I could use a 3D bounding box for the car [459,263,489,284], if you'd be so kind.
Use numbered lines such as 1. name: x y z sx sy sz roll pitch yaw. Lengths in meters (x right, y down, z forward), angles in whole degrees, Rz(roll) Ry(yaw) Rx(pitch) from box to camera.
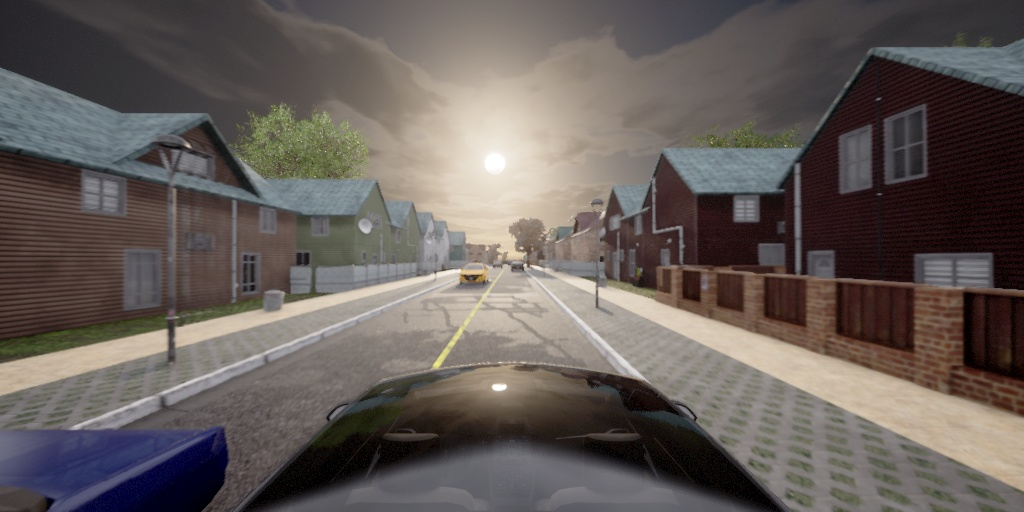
1. car: -2.844 1.288 27.458 1.882 1.535 5.008 0 0 0

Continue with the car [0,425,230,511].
1. car: -2.829 1.351 0.145 1.895 1.301 4.718 0 0 0

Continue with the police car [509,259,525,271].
1. police car: 0.827 1.407 53.161 1.930 1.638 5.238 0 0 0
